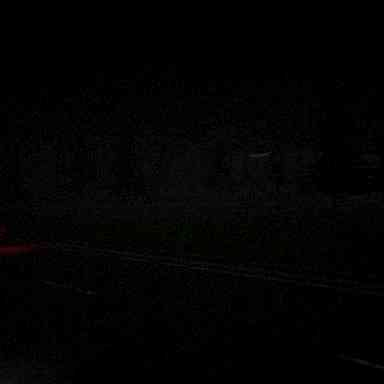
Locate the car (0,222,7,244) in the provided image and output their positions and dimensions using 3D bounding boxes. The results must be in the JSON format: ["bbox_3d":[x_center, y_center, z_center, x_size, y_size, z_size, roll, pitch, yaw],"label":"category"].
[{"bbox_3d":[-10.889,1.743,16.052,5.008,1.535,1.882,-1,0,35],"label":"car"}]
